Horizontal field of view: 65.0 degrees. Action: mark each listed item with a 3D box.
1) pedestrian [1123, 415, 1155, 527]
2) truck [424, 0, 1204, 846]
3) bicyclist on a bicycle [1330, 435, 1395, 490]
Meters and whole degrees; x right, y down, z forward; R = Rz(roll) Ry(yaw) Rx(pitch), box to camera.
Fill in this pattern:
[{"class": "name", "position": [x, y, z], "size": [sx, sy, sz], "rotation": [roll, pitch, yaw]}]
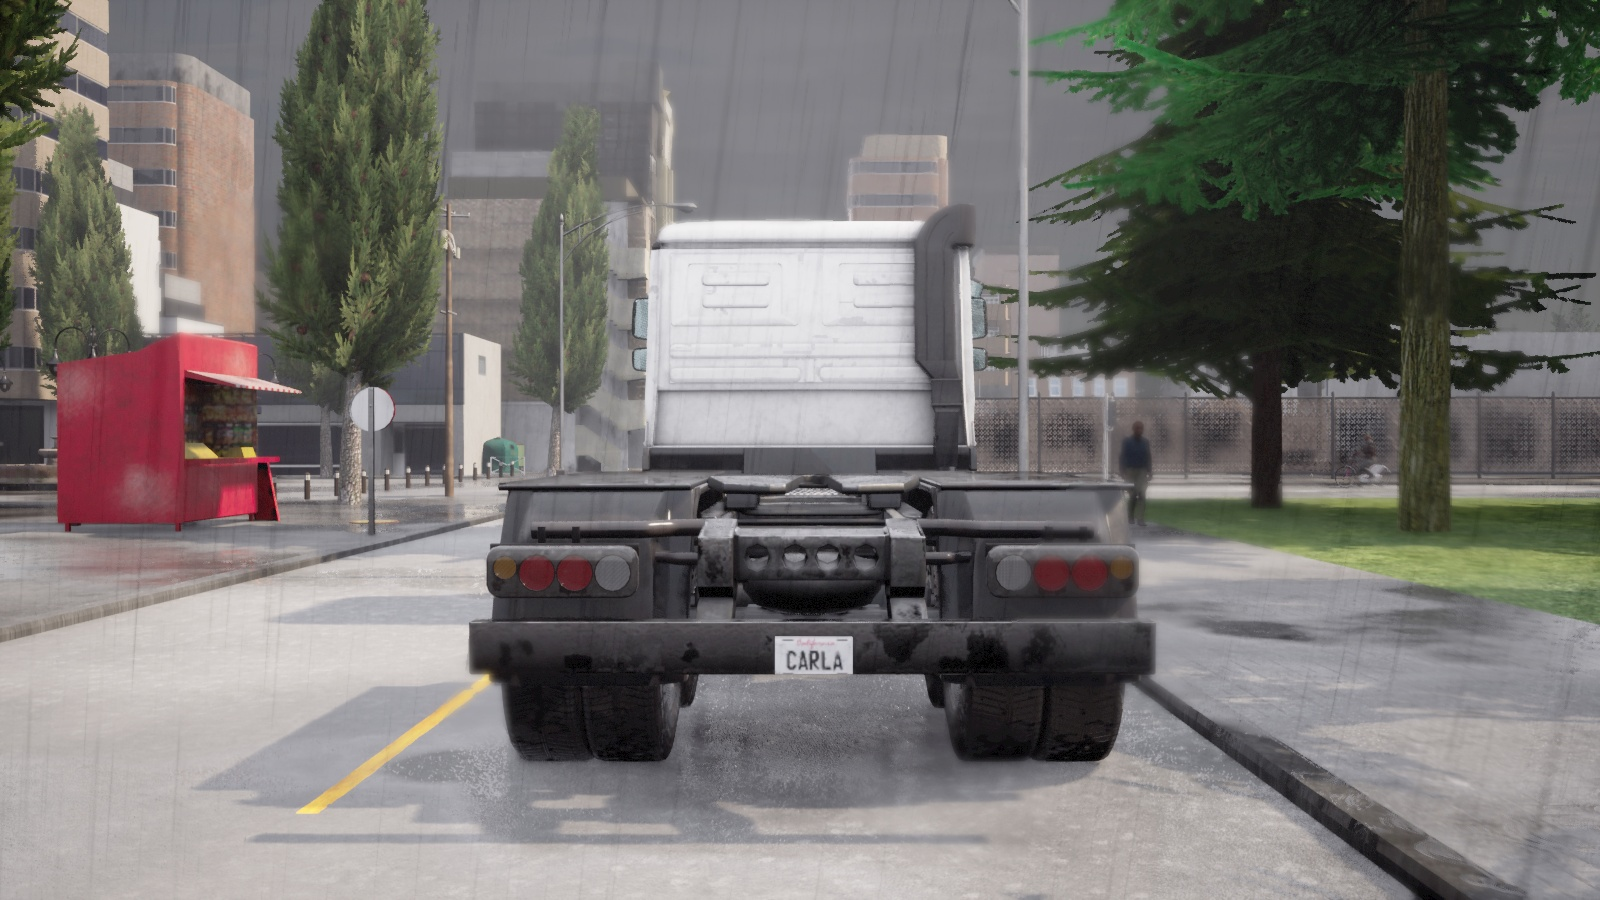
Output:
[{"class": "pedestrian", "position": [5.642, 0.343, 20.920], "size": [0.370, 1.835, 0.726], "rotation": [0, 0, 3]}, {"class": "truck", "position": [0.072, -0.284, 8.629], "size": [2.891, 3.462, 7.936], "rotation": [0, 0, 0]}, {"class": "bicyclist on a bicycle", "position": [18.517, 0.398, 41.365], "size": [1.843, 1.776, 0.659], "rotation": [0, 0, 0]}]
